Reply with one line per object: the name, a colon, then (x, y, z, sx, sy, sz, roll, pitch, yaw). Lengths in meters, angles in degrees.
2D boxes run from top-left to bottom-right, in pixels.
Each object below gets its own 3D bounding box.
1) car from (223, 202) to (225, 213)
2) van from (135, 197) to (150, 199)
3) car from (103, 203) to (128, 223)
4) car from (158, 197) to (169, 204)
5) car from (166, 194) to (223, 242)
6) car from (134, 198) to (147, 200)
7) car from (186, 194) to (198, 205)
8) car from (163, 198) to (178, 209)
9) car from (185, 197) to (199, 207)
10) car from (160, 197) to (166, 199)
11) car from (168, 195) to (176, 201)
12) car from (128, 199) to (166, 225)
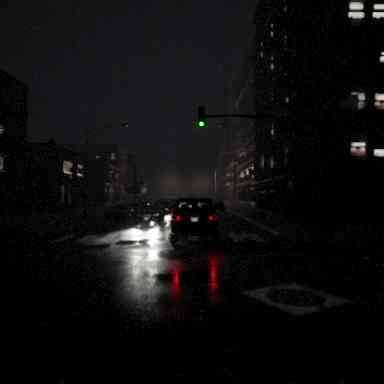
car: (2.715, 1.520, 37.893, 1.967, 1.590, 4.097, 1, 0, 0)
van: (-5.663, 1.421, 37.835, 1.690, 1.788, 3.998, 1, 0, 0)
car: (-5.746, 1.601, 26.465, 1.887, 1.381, 4.507, 1, 0, 0)
car: (-5.662, 1.724, 66.268, 1.802, 1.307, 4.206, 1, 0, 0)
car: (0.104, 1.257, 16.605, 2.150, 2.045, 5.566, 0, 0, 0)
car: (-5.669, 1.613, 32.147, 1.887, 1.381, 4.507, 1, 0, 0)
car: (0.015, 1.366, 64.591, 2.150, 2.045, 5.566, 0, 0, 0)
car: (-3.040, 1.628, 48.543, 1.812, 1.442, 4.674, 0, 0, 0)
car: (0.013, 1.606, 54.135, 2.128, 1.511, 4.902, 0, 0, 0)
car: (-3.073, 1.576, 34.724, 1.837, 1.490, 4.892, 0, 0, 0)
car: (-5.653, 1.646, 94.701, 1.967, 1.590, 4.097, 1, 0, 0)
car: (-3.083, 1.544, 24.880, 2.128, 1.511, 4.902, 0, 0, 0)
